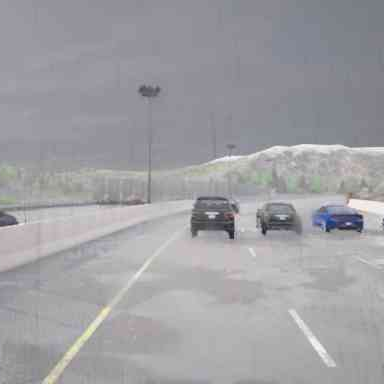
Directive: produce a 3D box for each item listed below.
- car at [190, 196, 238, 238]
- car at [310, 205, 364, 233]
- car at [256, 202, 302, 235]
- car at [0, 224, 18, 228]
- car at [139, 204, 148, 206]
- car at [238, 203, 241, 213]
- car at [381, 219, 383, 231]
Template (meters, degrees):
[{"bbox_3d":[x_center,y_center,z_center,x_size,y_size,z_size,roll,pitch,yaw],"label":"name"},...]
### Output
[{"bbox_3d":[1.195,1.227,17.982,2.150,2.045,5.566,0,0,6],"label":"car"},{"bbox_3d":[8.471,1.500,19.826,1.882,1.535,5.008,0,0,7],"label":"car"},{"bbox_3d":[4.893,1.366,19.264,2.097,1.767,4.553,0,0,6],"label":"car"},{"bbox_3d":[-9.824,1.505,15.022,1.812,1.442,4.674,0,0,5],"label":"car"},{"bbox_3d":[-6.356,1.593,52.112,1.895,1.301,4.718,0,0,17],"label":"car"},{"bbox_3d":[4.165,1.540,36.024,1.812,1.442,4.674,0,0,12],"label":"car"},{"bbox_3d":[11.722,1.593,17.418,1.994,1.385,4.181,0,0,6],"label":"car"}]
